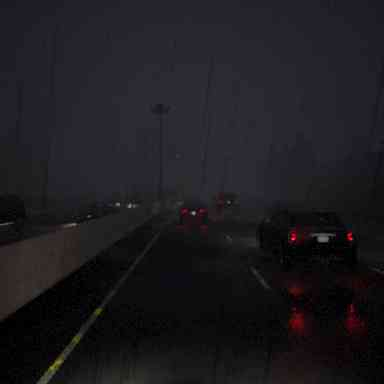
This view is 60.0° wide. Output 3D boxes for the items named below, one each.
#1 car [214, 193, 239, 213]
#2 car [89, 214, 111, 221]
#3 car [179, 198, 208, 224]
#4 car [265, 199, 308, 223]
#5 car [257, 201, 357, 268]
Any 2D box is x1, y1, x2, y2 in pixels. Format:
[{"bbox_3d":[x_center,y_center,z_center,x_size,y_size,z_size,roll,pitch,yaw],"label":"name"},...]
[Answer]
[{"bbox_3d":[3.608,1.108,35.332,2.150,2.045,5.566,0,0,0],"label":"car"},{"bbox_3d":[-7.093,1.484,24.821,1.994,1.385,4.181,0,0,0],"label":"car"},{"bbox_3d":[0.104,1.425,24.215,2.163,1.488,4.792,0,0,0],"label":"car"},{"bbox_3d":[7.106,1.396,25.521,1.882,1.535,5.008,0,0,0],"label":"car"},{"bbox_3d":[3.604,1.316,11.263,2.097,1.767,4.553,0,0,0],"label":"car"}]
